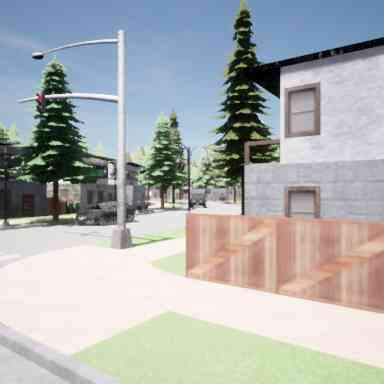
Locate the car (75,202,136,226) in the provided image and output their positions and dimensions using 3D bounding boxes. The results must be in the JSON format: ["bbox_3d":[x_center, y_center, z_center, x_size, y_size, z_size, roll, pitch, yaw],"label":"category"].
[{"bbox_3d":[-5.899,1.479,23.159,1.837,1.490,4.892,0,0,27],"label":"car"}]

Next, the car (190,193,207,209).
[{"bbox_3d":[0.930,1.196,46.219,2.150,2.045,5.566,0,0,5],"label":"car"}]
